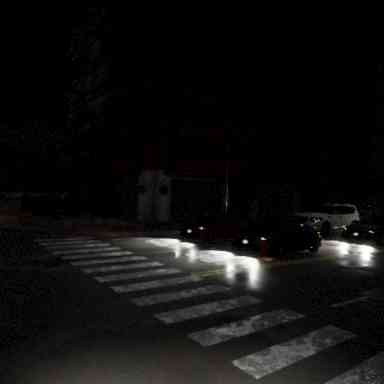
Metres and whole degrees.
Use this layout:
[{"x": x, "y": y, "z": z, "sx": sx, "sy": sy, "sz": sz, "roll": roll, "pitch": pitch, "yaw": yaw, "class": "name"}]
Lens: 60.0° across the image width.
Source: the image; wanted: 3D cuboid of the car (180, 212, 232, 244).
[{"x": 1.498, "y": 1.745, "z": 16.886, "sx": 4.181, "sy": 1.385, "sz": 1.994, "roll": 3, "pitch": 0, "yaw": -36, "class": "car"}]

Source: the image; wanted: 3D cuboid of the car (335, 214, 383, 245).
[{"x": 10.431, "y": 2.162, "z": 19.032, "sx": 4.181, "sy": 1.385, "sz": 1.994, "roll": 3, "pitch": 0, "yaw": -36, "class": "car"}]

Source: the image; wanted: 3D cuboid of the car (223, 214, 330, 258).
[{"x": 3.642, "y": 1.824, "z": 14.109, "sx": 4.181, "sy": 1.385, "sz": 1.994, "roll": 3, "pitch": 0, "yaw": -38, "class": "car"}]

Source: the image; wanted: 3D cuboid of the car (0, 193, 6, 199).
[{"x": -30.799, "y": 0.438, "z": 50.005, "sx": 2.033, "sy": 1.411, "sz": 5.357, "roll": 2, "pitch": 0, "yaw": 21, "class": "car"}]

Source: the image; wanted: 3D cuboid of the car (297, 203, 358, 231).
[{"x": 9.075, "y": 1.780, "z": 22.375, "sx": 5.566, "sy": 2.045, "sz": 2.150, "roll": 3, "pitch": 0, "yaw": -36, "class": "car"}]
